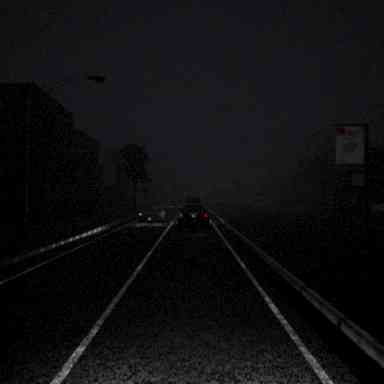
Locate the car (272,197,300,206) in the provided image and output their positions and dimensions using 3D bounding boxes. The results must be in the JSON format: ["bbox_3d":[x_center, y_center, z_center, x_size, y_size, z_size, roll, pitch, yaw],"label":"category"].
[{"bbox_3d":[18.760,1.938,65.472,4.553,1.767,2.185,0,-1,0],"label":"car"}]

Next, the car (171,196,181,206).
[{"bbox_3d":[-3.247,1.882,70.389,2.150,2.045,5.566,0,-1,0],"label":"car"}]

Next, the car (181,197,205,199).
[{"bbox_3d":[0.102,1.604,40.800,2.150,2.045,5.566,0,-1,0],"label":"car"}]

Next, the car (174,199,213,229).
[{"bbox_3d":[0.102,1.570,23.247,2.097,1.767,4.553,0,-1,0],"label":"car"}]

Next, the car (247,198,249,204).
[{"bbox_3d":[18.717,2.499,92.227,5.366,1.575,1.946,0,-2,0],"label":"car"}]

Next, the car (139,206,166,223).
[{"bbox_3d":[-3.347,1.870,28.505,1.895,1.301,4.718,0,-1,0],"label":"car"}]

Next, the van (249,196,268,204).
[{"bbox_3d":[18.437,2.203,89.437,4.442,1.987,1.878,0,-2,0],"label":"van"}]

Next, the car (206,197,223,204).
[{"bbox_3d":[6.289,2.391,92.902,4.553,1.767,2.185,0,-2,0],"label":"car"}]

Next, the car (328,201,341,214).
[{"bbox_3d":[18.702,1.811,37.860,4.892,1.521,2.231,0,-1,0],"label":"car"}]

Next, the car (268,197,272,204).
[{"bbox_3d":[18.690,2.134,68.640,4.674,1.452,2.002,0,-1,0],"label":"car"}]

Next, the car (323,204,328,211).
[{"bbox_3d":[18.707,1.880,41.136,4.674,1.452,2.002,0,-1,0],"label":"car"}]

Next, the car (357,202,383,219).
[{"bbox_3d":[18.700,1.791,31.438,4.674,1.452,2.002,0,-1,0],"label":"car"}]

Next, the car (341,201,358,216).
[{"bbox_3d":[18.711,1.779,34.587,5.008,1.535,2.097,0,-1,0],"label":"car"}]

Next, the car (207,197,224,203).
[{"bbox_3d":[6.096,2.437,89.981,5.366,1.575,1.946,0,-2,0],"label":"car"}]
